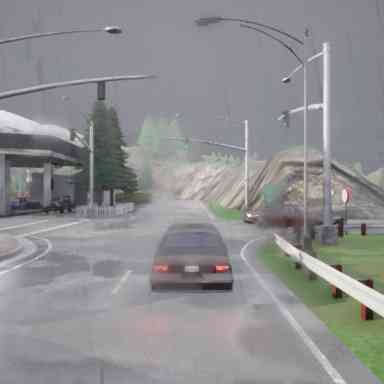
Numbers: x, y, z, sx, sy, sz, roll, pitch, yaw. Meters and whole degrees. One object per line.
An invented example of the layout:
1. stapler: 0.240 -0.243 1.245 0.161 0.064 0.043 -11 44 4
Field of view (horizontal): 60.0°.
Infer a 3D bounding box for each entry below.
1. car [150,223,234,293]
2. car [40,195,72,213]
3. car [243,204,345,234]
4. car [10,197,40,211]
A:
1. car: 0.007 1.547 9.002 2.033 1.411 5.357 0 0 0
2. car: -14.530 1.311 36.374 1.905 1.878 3.866 0 0 -1
3. car: 5.429 1.375 18.193 5.357 1.411 2.033 -1 0 43
4. car: -20.238 1.478 40.651 2.242 1.667 4.611 0 0 -1
